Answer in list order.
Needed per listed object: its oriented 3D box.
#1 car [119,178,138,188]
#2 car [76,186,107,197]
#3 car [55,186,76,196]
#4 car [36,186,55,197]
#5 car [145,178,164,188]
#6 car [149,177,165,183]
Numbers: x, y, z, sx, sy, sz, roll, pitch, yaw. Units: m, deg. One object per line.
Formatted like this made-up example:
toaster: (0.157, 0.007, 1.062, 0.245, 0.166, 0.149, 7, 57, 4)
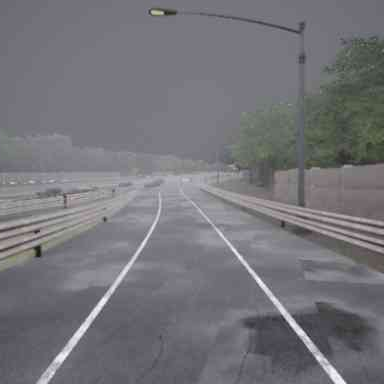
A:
car: (-14.609, -1.754, 73.974, 2.128, 1.511, 4.902, 1, 4, 13)
car: (-13.832, -0.035, 47.225, 1.837, 1.490, 4.892, 1, 4, 13)
car: (-17.235, -0.002, 48.043, 1.994, 1.385, 4.181, 1, 4, 13)
car: (-20.638, -0.107, 48.857, 2.128, 1.511, 4.902, 1, 4, 13)
car: (-8.273, -1.542, 70.379, 2.033, 1.411, 5.357, 1, 4, 13)
car: (-8.872, -2.353, 82.878, 2.033, 1.411, 5.357, 1, 4, 13)
